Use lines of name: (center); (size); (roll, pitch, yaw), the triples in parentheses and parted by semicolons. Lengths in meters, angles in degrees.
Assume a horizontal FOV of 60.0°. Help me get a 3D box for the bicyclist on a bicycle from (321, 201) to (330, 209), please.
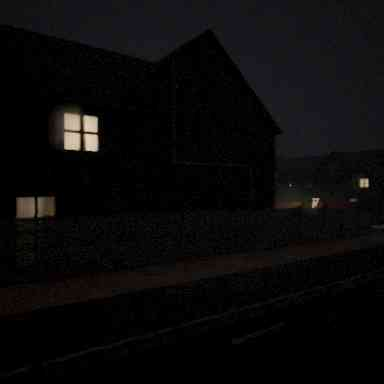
bicyclist on a bicycle: (13.697, 1.756, 34.082); (1.656, 1.620, 0.582); (-1, 0, -36)

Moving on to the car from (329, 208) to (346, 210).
car: (11.762, 1.973, 26.741); (1.994, 1.385, 4.181); (-1, -1, -35)
